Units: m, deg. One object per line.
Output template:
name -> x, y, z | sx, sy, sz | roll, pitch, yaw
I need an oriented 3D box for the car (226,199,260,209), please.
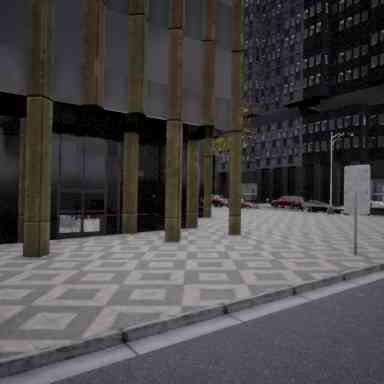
car -> 6.781, 1.570, 42.809 | 1.802, 1.307, 4.206 | 1, -1, -35

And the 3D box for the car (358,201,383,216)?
car -> 16.351, 1.517, 29.320 | 2.008, 1.369, 4.403 | 1, -1, -35

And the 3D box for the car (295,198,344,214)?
car -> 13.161, 1.539, 33.817 | 1.947, 1.339, 4.313 | 1, -1, -35

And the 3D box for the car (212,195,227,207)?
car -> 3.595, 1.311, 47.309 | 2.192, 1.841, 5.009 | 1, -1, -35

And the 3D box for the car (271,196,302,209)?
car -> 13.732, 1.487, 47.750 | 2.192, 1.841, 5.009 | 1, -1, -35

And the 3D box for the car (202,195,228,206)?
car -> 4.163, 1.511, 61.239 | 2.192, 1.841, 5.009 | 1, -1, -35

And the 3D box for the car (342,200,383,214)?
car -> 20.108, 1.708, 38.755 | 2.008, 1.369, 4.403 | 1, -1, -35
